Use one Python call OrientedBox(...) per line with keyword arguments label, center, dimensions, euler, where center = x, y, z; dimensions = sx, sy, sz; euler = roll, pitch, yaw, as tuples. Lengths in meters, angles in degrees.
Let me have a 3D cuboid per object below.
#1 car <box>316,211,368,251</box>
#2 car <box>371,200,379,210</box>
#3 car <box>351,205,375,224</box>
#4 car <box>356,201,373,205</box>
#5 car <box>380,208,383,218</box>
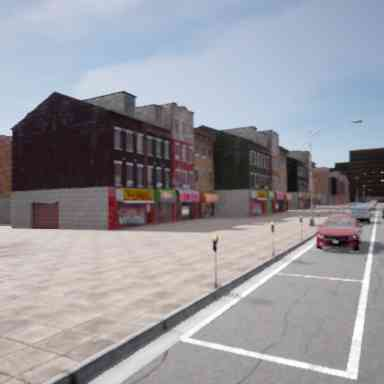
OrientedBox(label="car", center=(6.988, 1.828, 15.586), dimensions=(1.887, 1.381, 4.507), euler=(-1, -1, 29))
OrientedBox(label="car", center=(31.307, 2.615, 58.630), dimensions=(2.008, 1.369, 4.403), euler=(-2, -2, 29))
OrientedBox(label="car", center=(15.094, 2.087, 29.934), dimensions=(1.947, 1.339, 4.313), euler=(-1, -1, 29))
OrientedBox(label="car", center=(20.026, 2.177, 39.448), dimensions=(1.882, 1.535, 5.008), euler=(-2, -2, 29))
OrientedBox(label="car", center=(21.778, 2.084, 36.274), dimensions=(1.837, 1.490, 4.892), euler=(-2, -1, 30))
